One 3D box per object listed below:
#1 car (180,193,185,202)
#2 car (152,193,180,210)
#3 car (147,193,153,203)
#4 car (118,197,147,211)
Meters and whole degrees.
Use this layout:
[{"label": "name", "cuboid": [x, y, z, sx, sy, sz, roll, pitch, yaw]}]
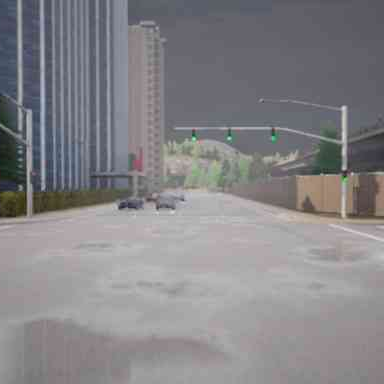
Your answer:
[{"label": "car", "cuboid": [-2.126, 0.860, 53.645, 1.812, 1.442, 4.674, 0, 1, 2]}, {"label": "car", "cuboid": [-2.656, 1.075, 34.701, 1.837, 1.490, 4.892, 0, 1, 2]}, {"label": "car", "cuboid": [-5.727, 0.865, 50.504, 1.882, 1.535, 5.008, 0, 1, 2]}, {"label": "car", "cuboid": [-6.178, 1.196, 33.958, 1.895, 1.301, 4.718, 0, 1, 2]}]
